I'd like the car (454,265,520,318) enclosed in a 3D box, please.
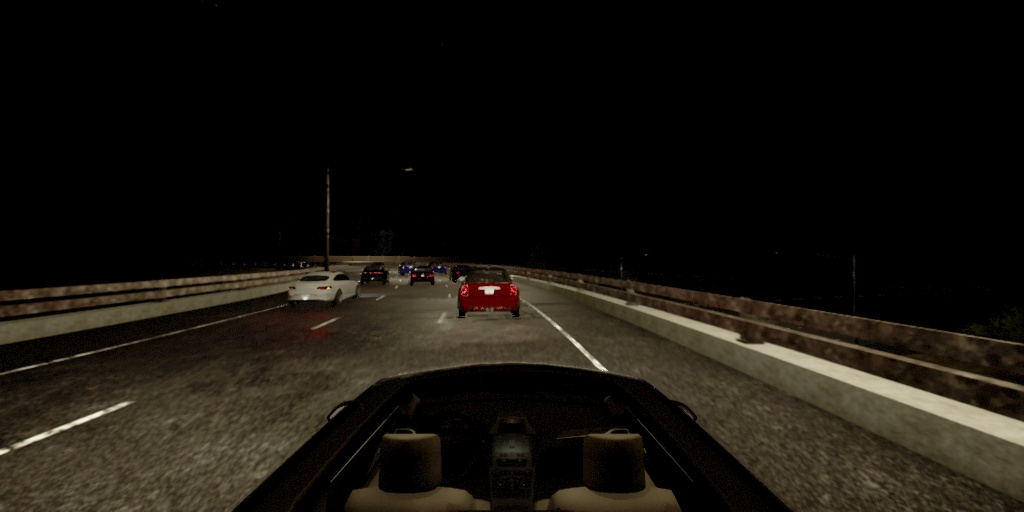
[{"bbox_3d":[-0.967,1.204,13.786,2.097,1.767,4.553,0,0,-6],"label":"car"}]

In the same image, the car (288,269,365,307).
[{"bbox_3d":[-8.352,1.412,16.202,1.812,1.442,4.674,0,0,-8],"label":"car"}]

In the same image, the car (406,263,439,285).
[{"bbox_3d":[-7.316,1.538,29.128,2.033,1.411,5.357,0,0,-15],"label":"car"}]

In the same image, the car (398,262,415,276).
[{"bbox_3d":[-13.030,1.486,45.038,2.097,1.767,4.553,0,0,-23],"label":"car"}]

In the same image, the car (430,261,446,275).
[{"bbox_3d":[-9.943,1.494,46.693,2.097,1.767,4.553,0,0,-23],"label":"car"}]

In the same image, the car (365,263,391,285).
[{"bbox_3d":[-10.921,1.488,28.843,2.128,1.511,4.902,0,0,-15],"label":"car"}]

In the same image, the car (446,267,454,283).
[{"bbox_3d":[-4.459,1.532,31.734,1.812,1.442,4.674,0,0,-16],"label":"car"}]
